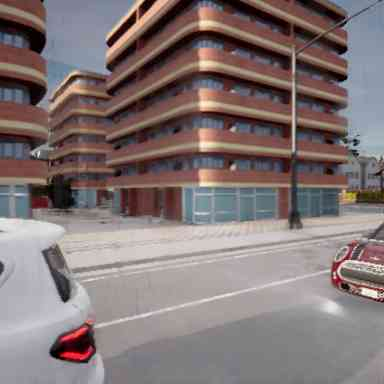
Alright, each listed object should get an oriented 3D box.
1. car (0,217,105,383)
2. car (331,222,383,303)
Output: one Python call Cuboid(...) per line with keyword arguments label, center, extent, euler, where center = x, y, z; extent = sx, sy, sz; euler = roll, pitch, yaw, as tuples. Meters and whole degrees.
Cuboid(label="car", center=(-3.270, 1.225, 1.651), extent=(5.566, 2.045, 2.150), euler=(0, 0, -36))
Cuboid(label="car", center=(5.249, 1.347, 7.684), extent=(4.553, 1.767, 2.097), euler=(0, 0, -35))
